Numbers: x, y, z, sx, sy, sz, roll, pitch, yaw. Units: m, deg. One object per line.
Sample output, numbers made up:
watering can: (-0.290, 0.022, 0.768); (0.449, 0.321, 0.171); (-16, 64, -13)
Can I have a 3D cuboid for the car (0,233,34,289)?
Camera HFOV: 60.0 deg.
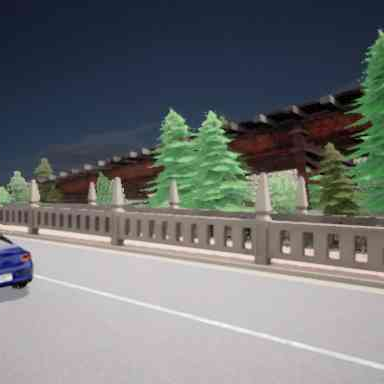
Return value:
car: (-5.639, 1.568, 8.012); (4.674, 1.442, 1.812); (0, 0, 36)
